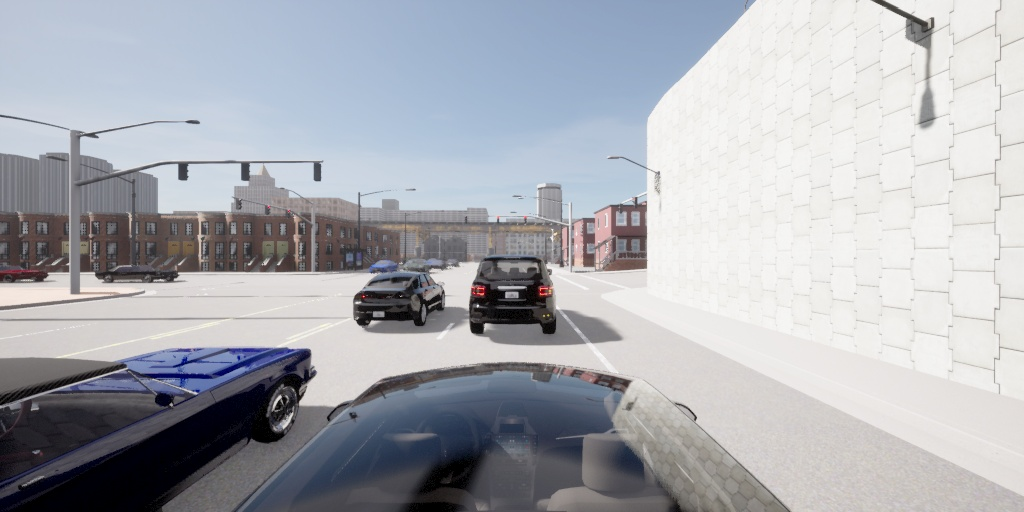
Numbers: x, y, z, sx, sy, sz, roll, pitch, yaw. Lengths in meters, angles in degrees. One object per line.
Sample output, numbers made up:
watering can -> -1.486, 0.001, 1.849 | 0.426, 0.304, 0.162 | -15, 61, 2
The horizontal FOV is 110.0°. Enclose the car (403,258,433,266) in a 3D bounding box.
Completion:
car -> -10.432, 1.102, 39.298 | 2.097, 1.767, 4.553 | 0, 0, -3

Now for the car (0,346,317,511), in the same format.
car -> -3.397, 1.351, 2.391 | 1.895, 1.301, 4.718 | 0, 0, 0

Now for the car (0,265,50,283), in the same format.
car -> -38.295, 1.351, 27.065 | 4.718, 1.301, 1.895 | 0, 0, 0

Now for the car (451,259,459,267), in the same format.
car -> -10.575, 1.241, 63.776 | 2.128, 1.511, 4.902 | 0, 0, 0

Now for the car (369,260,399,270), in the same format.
car -> -14.111, 1.227, 39.782 | 1.882, 1.535, 5.008 | 0, 0, 0

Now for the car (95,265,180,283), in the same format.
car -> -28.178, 1.351, 27.101 | 4.718, 1.301, 1.895 | 0, 0, 0

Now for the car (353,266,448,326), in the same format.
car -> -3.422, 1.255, 11.645 | 1.837, 1.490, 4.892 | 0, 0, 0

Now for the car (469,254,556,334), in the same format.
car -> 0.062, 0.971, 10.755 | 2.150, 2.045, 5.566 | 0, 0, 1

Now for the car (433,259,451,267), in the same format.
car -> -10.607, 1.298, 51.579 | 2.033, 1.411, 5.357 | 0, 0, 0
